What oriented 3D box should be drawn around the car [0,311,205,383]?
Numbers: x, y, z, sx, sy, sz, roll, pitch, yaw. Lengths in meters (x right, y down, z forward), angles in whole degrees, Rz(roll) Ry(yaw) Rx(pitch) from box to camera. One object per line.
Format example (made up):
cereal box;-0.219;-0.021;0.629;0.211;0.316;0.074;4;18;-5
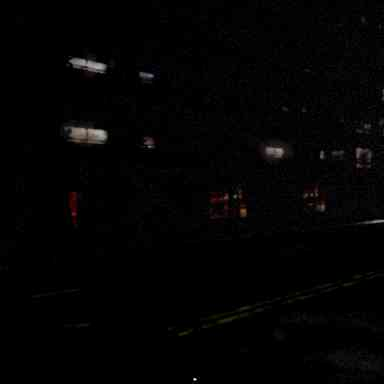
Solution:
car;-2.094;1.491;1.947;4.902;1.511;2.128;0;0;-35
